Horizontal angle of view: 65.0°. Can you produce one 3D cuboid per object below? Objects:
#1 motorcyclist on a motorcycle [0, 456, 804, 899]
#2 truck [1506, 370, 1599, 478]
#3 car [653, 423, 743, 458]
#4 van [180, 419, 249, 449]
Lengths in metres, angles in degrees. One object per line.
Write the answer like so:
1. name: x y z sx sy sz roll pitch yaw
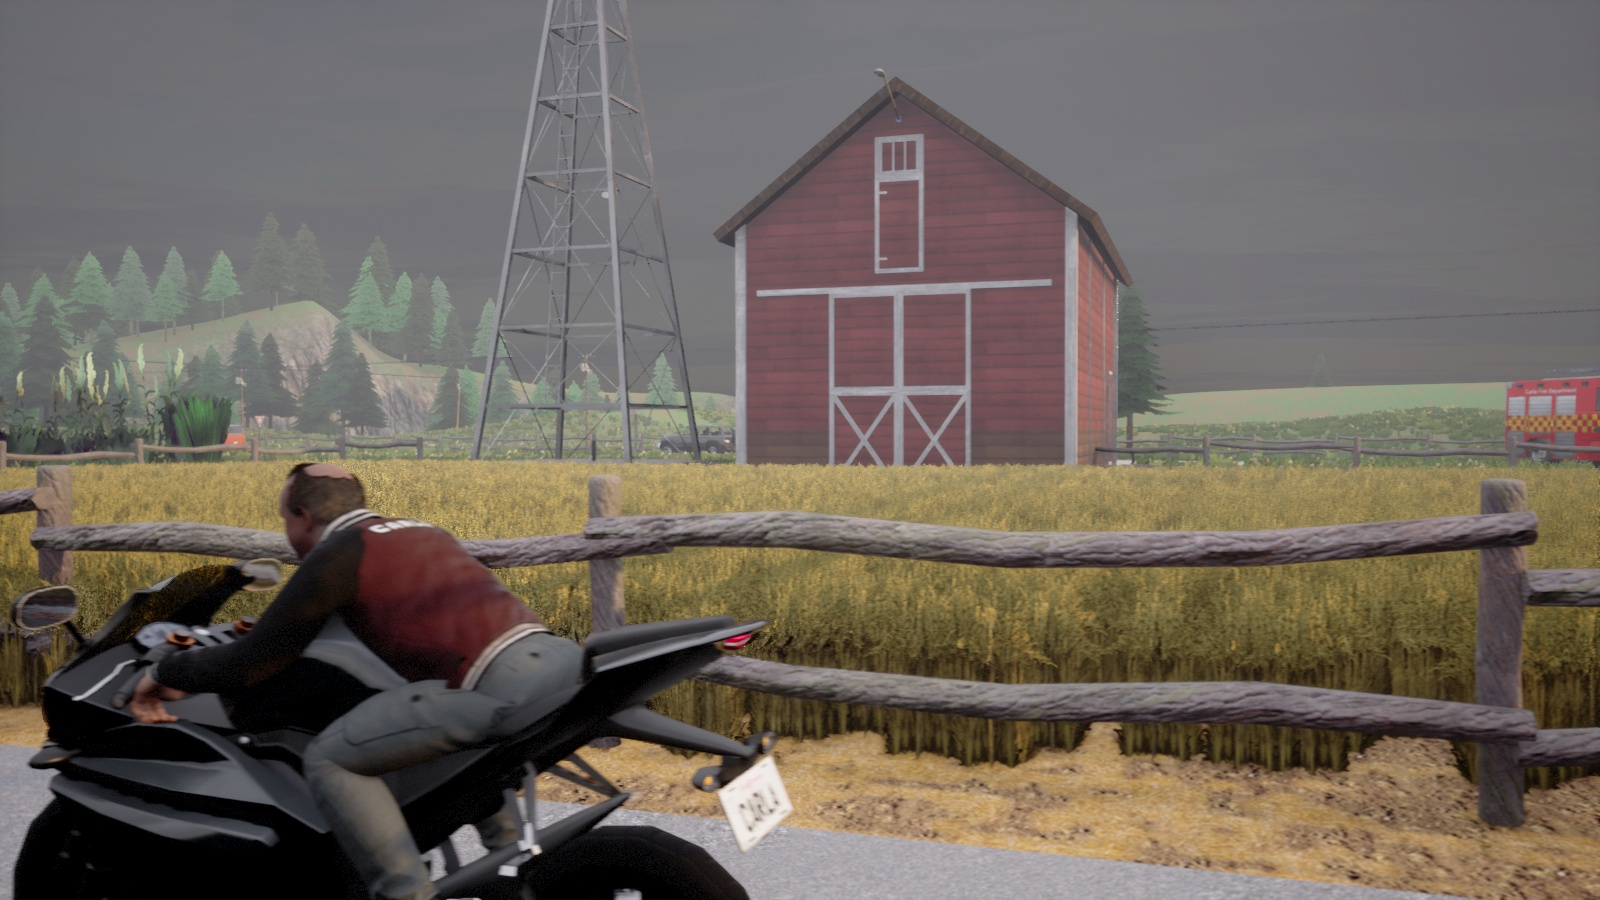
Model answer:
1. motorcyclist on a motorcycle: -1.169 0.800 3.165 2.191 1.530 0.866 1 1 19
2. truck: 29.820 -0.919 45.032 2.891 3.827 8.468 1 1 -12
3. car: -5.660 -0.550 69.401 4.605 1.855 1.932 1 1 24
4. van: -39.509 -1.066 84.680 4.442 1.987 1.775 1 1 25
